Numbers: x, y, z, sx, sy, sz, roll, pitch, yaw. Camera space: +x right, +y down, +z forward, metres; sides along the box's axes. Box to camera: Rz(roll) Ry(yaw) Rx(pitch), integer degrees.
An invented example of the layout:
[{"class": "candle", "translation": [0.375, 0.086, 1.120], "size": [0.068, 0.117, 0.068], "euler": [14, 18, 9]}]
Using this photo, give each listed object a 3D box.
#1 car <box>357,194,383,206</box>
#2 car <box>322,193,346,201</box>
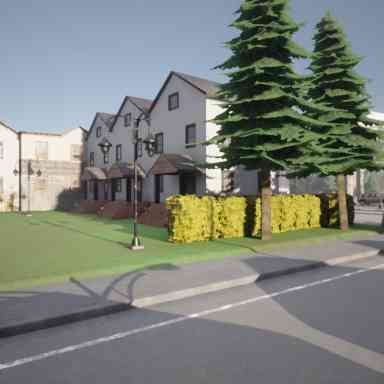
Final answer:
[{"class": "car", "translation": [26.957, 1.097, 49.072], "size": [1.932, 1.855, 4.605], "euler": [0, 0, -36]}, {"class": "car", "translation": [31.817, 1.097, 74.527], "size": [1.932, 1.855, 4.605], "euler": [0, 0, -36]}]
